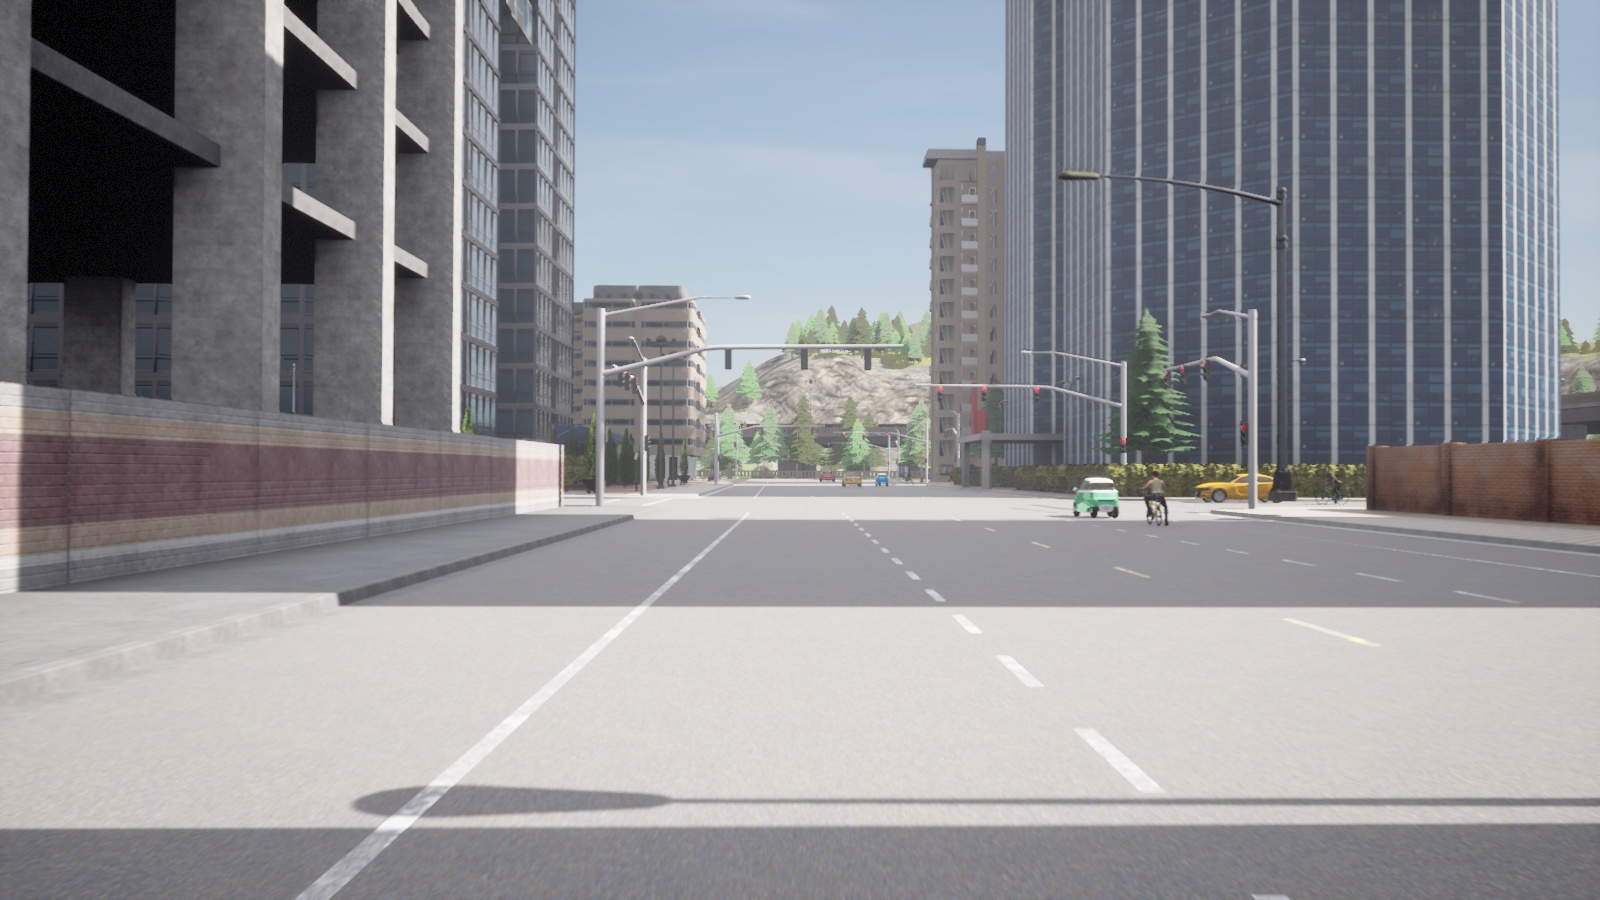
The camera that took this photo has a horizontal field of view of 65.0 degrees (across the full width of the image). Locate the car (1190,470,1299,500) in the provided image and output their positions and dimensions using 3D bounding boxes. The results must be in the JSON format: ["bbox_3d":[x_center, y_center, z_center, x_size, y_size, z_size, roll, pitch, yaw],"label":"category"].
[{"bbox_3d":[23.200,1.798,65.637,5.008,1.535,1.882,0,-1,-1],"label":"car"}]

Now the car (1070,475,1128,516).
[{"bbox_3d":[10.376,1.559,43.682,1.481,1.376,2.207,0,-1,-1],"label":"car"}]

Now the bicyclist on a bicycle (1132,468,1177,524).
[{"bbox_3d":[10.407,1.327,36.905,0.866,1.612,1.509,0,-1,0],"label":"bicyclist on a bicycle"}]
